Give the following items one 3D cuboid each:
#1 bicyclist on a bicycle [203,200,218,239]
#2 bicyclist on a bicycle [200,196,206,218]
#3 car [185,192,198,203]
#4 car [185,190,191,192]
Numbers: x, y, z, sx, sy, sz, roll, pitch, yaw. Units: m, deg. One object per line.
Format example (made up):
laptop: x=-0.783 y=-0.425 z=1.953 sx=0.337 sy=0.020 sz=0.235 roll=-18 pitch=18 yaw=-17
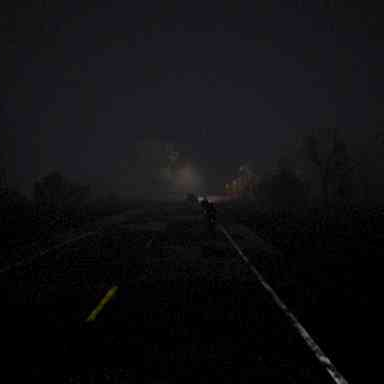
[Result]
bicyclist on a bicycle: x=0.939 y=1.328 z=15.590 sx=0.582 sy=1.620 sz=1.656 roll=0 pitch=0 yaw=0
bicyclist on a bicycle: x=0.924 y=1.175 z=24.245 sx=0.659 sy=1.776 sz=1.843 roll=0 pitch=1 yaw=0
car: x=0.004 y=1.074 z=56.373 sx=1.994 sy=1.385 sz=4.181 roll=0 pitch=1 yaw=0
car: x=-0.093 y=0.892 z=73.634 sx=1.994 sy=1.385 sz=4.181 roll=0 pitch=1 yaw=0
